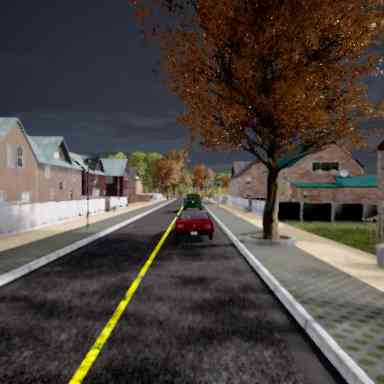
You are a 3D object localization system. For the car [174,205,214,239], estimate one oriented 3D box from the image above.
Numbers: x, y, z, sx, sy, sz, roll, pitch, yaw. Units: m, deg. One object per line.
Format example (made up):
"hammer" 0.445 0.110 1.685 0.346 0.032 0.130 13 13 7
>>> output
"car" 0.100 1.597 17.429 1.895 1.301 4.718 0 0 0

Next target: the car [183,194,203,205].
"car" 0.100 1.207 39.350 2.150 2.045 5.566 0 0 0
